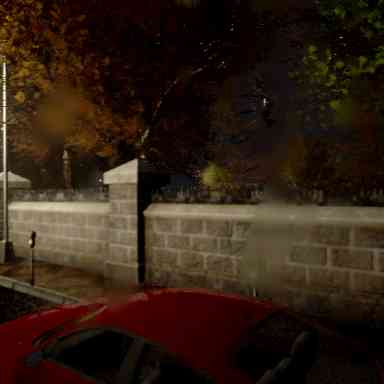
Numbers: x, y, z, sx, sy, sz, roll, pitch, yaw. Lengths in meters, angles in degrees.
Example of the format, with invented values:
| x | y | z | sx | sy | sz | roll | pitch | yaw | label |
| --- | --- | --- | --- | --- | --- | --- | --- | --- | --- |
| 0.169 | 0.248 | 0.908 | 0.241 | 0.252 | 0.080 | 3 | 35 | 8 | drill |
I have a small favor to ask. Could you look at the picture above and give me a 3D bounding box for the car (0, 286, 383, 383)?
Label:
| x | y | z | sx | sy | sz | roll | pitch | yaw | label |
| --- | --- | --- | --- | --- | --- | --- | --- | --- | --- |
| -0.238 | 1.561 | 2.892 | 4.507 | 1.381 | 1.887 | -1 | 0 | 35 | car |
